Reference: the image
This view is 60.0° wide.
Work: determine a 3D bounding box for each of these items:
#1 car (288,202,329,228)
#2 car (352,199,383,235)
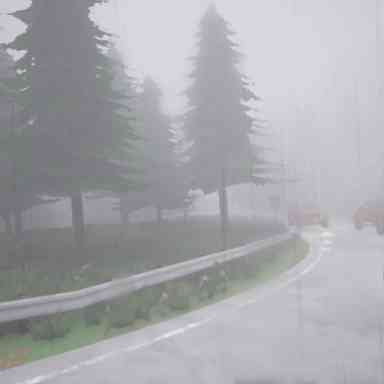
[{"bbox_3d":[9.211,1.828,26.830,2.150,2.045,5.566,-4,-2,5],"label":"car"},{"bbox_3d":[11.949,1.425,20.636,2.150,2.045,5.566,-4,-2,5],"label":"car"}]
